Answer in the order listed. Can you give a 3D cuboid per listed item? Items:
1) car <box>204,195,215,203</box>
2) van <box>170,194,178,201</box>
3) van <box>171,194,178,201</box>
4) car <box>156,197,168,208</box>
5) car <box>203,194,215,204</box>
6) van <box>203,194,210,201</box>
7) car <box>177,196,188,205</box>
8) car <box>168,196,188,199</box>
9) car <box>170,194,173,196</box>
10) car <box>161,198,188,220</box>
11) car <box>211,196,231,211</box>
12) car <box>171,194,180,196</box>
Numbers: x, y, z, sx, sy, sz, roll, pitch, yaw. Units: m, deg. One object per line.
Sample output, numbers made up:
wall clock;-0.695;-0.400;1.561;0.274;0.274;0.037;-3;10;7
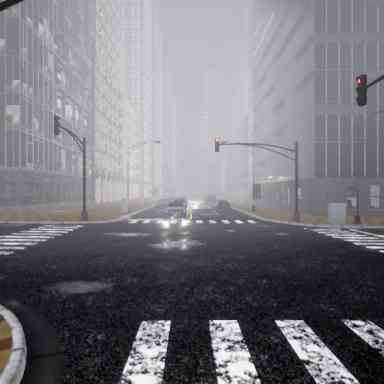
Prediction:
car;3.583;1.451;69.465;1.967;1.590;4.097;0;0;0
van;-4.373;1.343;80.466;1.690;1.788;3.998;0;0;0
van;-4.410;1.339;85.993;1.690;1.788;3.998;0;0;0
car;-4.147;1.606;47.301;1.802;1.307;4.206;0;0;0
car;3.620;1.330;63.936;2.192;1.841;5.009;0;0;0
van;3.507;1.343;80.519;1.690;1.788;3.998;0;0;0
car;-1.734;1.543;61.983;1.812;1.442;4.674;0;0;0
car;-1.636;1.550;41.309;1.812;1.442;4.674;0;0;-1
car;-4.260;1.581;63.883;1.947;1.339;4.313;0;0;0
car;-1.411;1.552;28.452;1.812;1.442;4.674;0;0;-3
car;3.820;1.590;41.828;1.947;1.339;4.313;0;0;0
car;-1.702;1.515;51.404;2.128;1.511;4.902;0;0;0
